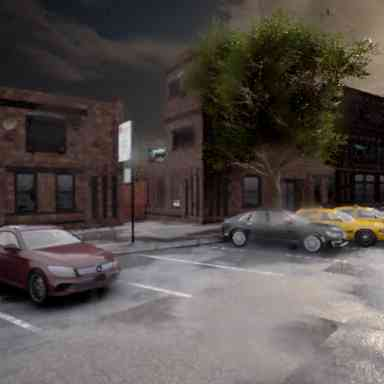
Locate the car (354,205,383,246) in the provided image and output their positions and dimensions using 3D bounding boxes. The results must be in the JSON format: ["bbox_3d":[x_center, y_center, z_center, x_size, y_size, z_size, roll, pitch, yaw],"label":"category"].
[{"bbox_3d":[6.139,1.433,14.971,5.366,1.575,1.946,-1,-1,35],"label":"car"}]

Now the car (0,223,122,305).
[{"bbox_3d":[-3.794,1.520,8.120,4.674,1.452,2.002,-1,-1,35],"label":"car"}]

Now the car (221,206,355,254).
[{"bbox_3d":[3.538,1.450,13.340,4.892,1.521,2.231,-1,-1,35],"label":"car"}]
